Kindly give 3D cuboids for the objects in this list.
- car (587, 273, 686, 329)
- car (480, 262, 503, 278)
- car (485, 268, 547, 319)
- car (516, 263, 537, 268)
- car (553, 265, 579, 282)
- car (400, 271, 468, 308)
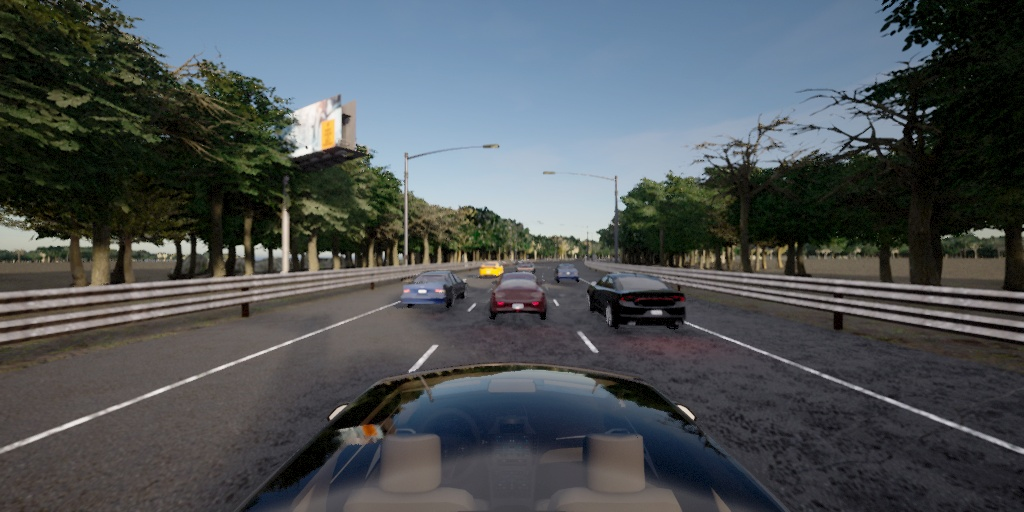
[{"bbox_3d":[3.701,1.269,11.500,1.882,1.535,5.008,0,0,1],"label":"car"},{"bbox_3d":[-2.017,1.382,36.265,1.882,1.535,5.008,0,-1,5],"label":"car"},{"bbox_3d":[0.238,1.323,12.941,1.812,1.442,4.674,0,0,1],"label":"car"},{"bbox_3d":[1.401,1.390,35.093,2.128,1.511,4.902,0,0,5],"label":"car"},{"bbox_3d":[4.538,1.424,30.279,2.033,1.411,5.357,0,0,4],"label":"car"},{"bbox_3d":[-3.192,1.357,15.625,2.033,1.411,5.357,0,0,2],"label":"car"}]
